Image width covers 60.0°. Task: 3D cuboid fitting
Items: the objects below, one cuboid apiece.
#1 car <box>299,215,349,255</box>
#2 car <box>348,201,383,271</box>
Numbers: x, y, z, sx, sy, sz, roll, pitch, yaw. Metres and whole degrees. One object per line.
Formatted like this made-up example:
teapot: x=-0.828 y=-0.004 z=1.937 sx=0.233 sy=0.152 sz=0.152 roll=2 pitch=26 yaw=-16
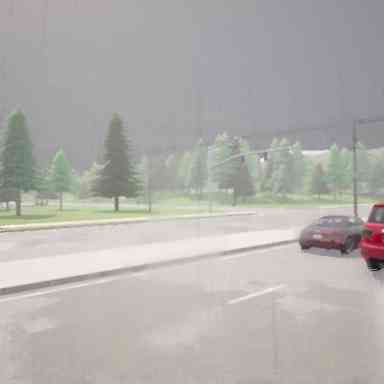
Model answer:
car: x=6.307 y=1.663 z=13.971 sx=4.181 sy=1.385 sz=1.994 roll=0 pitch=-1 yaw=-40
car: x=7.211 y=1.266 z=10.154 sx=5.566 sy=2.045 sz=2.150 roll=0 pitch=-1 yaw=-40
